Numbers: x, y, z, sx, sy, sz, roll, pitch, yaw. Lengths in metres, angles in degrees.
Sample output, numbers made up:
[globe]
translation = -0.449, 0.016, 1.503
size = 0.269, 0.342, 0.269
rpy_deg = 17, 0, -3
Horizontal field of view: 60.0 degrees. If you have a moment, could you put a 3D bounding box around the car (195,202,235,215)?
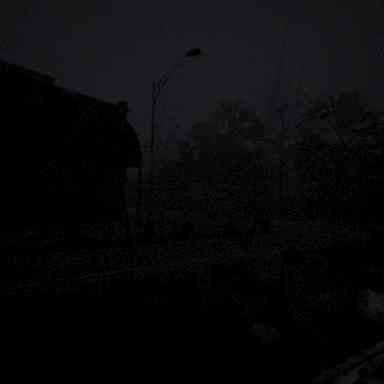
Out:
[car]
translation = 2.659, 1.871, 38.759
size = 4.902, 1.511, 2.128
rpy_deg = 1, -1, 35
